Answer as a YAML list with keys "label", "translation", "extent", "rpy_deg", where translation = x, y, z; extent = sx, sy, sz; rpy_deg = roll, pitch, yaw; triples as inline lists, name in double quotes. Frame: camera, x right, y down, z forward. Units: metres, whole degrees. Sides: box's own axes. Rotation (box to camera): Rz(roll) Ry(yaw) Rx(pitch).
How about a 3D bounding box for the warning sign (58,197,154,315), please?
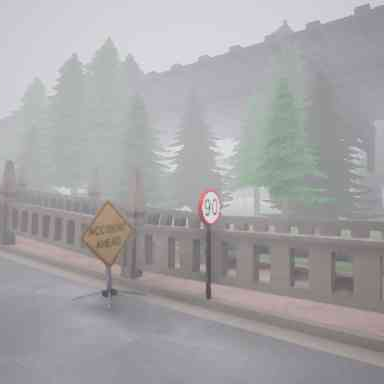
- label: "warning sign"
  translation: [-1.578, 1.064, 6.245]
  extent: [1.060, 1.860, 1.300]
  rpy_deg: [-1, 1, 35]
